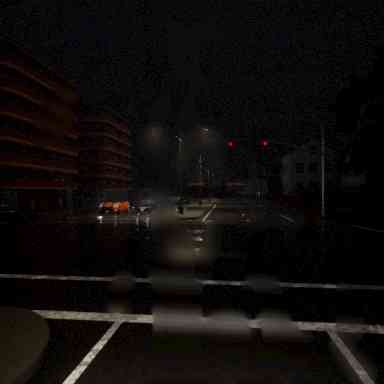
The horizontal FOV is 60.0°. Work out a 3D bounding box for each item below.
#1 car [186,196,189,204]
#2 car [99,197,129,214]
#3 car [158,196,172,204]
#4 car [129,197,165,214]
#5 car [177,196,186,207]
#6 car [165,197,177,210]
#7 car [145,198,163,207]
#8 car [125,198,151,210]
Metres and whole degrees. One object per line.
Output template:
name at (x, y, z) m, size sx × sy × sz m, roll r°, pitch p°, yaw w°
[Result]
car at (-1.642, 1.518, 63.035) m, size 1.837 × 1.490 × 4.892 m, roll 0°, pitch 0°, yaw 7°
car at (-8.111, 1.359, 34.947) m, size 2.097 × 1.767 × 4.553 m, roll 0°, pitch 0°, yaw 6°
car at (-5.074, 1.577, 63.871) m, size 1.994 × 1.385 × 4.181 m, roll 0°, pitch 0°, yaw 6°
car at (-4.597, 1.498, 34.876) m, size 2.128 × 1.511 × 4.902 m, roll 0°, pitch 0°, yaw 6°
car at (-2.693, 1.502, 53.132) m, size 2.128 × 1.511 × 4.902 m, roll 0°, pitch 0°, yaw 6°
car at (-3.642, 1.610, 44.086) m, size 1.895 × 1.301 × 4.718 m, roll 0°, pitch 0°, yaw 6°
car at (-6.133, 1.612, 53.896) m, size 1.895 × 1.301 × 4.718 m, roll 0°, pitch 0°, yaw 6°
car at (-7.128, 1.554, 44.366) m, size 2.033 × 1.411 × 5.357 m, roll 0°, pitch 0°, yaw 6°
